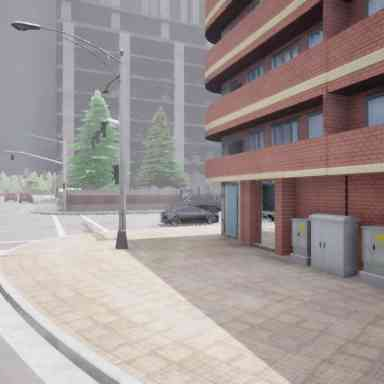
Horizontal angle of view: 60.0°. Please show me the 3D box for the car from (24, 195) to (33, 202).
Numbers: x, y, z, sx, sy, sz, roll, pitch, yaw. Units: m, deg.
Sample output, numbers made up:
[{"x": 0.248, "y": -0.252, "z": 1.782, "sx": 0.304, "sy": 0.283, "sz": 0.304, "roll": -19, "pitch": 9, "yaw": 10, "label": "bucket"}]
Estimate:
[{"x": -38.892, "y": 1.524, "z": 79.102, "sx": 1.812, "sy": 1.442, "sz": 4.674, "roll": 0, "pitch": 0, "yaw": -23, "label": "car"}]

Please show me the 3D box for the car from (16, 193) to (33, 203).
[{"x": -34.743, "y": 1.225, "z": 69.363, "sx": 2.150, "sy": 2.045, "sz": 5.566, "roll": 0, "pitch": 0, "yaw": -23, "label": "car"}]

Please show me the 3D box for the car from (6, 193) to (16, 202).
[{"x": -42.170, "y": 1.225, "z": 77.866, "sx": 2.150, "sy": 2.045, "sz": 5.566, "roll": 0, "pitch": 0, "yaw": -23, "label": "car"}]

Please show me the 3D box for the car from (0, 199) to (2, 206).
[{"x": -31.207, "y": 1.491, "z": 52.388, "sx": 2.128, "sy": 1.511, "sz": 4.902, "roll": 0, "pitch": 0, "yaw": -23, "label": "car"}]

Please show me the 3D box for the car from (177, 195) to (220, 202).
[{"x": 0.088, "y": 1.277, "z": 31.288, "sx": 5.566, "sy": 2.045, "sz": 2.150, "roll": 0, "pitch": 0, "yaw": -23, "label": "car"}]

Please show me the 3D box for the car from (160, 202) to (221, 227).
[{"x": -0.156, "y": 1.619, "z": 23.382, "sx": 4.181, "sy": 1.385, "sz": 1.994, "roll": 0, "pitch": 0, "yaw": -23, "label": "car"}]
